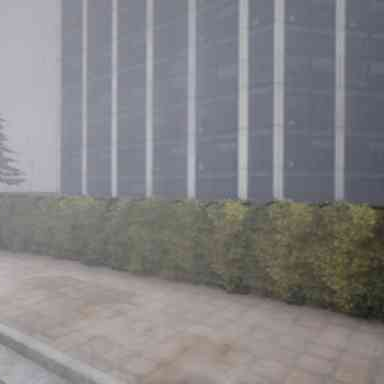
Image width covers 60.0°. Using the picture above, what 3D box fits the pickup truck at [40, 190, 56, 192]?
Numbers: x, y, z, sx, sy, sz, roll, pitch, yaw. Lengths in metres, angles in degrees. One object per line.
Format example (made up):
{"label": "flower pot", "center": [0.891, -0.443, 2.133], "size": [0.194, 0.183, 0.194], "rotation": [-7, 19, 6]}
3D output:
{"label": "pickup truck", "center": [-28.573, 0.678, 66.758], "size": [6.274, 2.098, 2.390], "rotation": [0, 0, -24]}
